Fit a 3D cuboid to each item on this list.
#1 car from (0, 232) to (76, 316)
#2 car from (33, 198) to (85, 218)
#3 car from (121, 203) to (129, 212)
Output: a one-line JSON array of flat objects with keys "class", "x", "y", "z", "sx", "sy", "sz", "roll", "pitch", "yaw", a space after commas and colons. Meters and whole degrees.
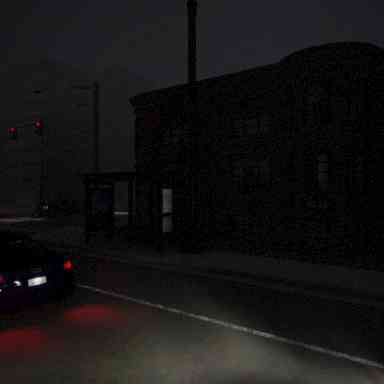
[{"class": "car", "x": -4.388, "y": 1.564, "z": 7.129, "sx": 4.181, "sy": 1.385, "sz": 1.994, "roll": 0, "pitch": 0, "yaw": 36}, {"class": "car", "x": -12.007, "y": 1.352, "z": 30.301, "sx": 2.097, "sy": 1.767, "sz": 4.553, "roll": 0, "pitch": 0, "yaw": 36}, {"class": "car", "x": -6.058, "y": 1.526, "z": 38.616, "sx": 1.812, "sy": 1.442, "sz": 4.674, "roll": 0, "pitch": 0, "yaw": 36}]
